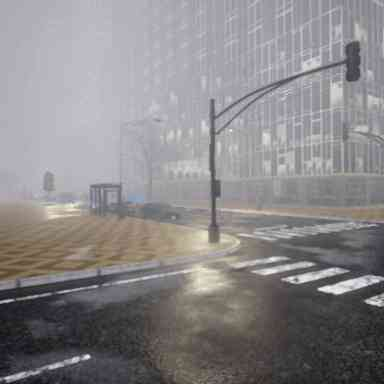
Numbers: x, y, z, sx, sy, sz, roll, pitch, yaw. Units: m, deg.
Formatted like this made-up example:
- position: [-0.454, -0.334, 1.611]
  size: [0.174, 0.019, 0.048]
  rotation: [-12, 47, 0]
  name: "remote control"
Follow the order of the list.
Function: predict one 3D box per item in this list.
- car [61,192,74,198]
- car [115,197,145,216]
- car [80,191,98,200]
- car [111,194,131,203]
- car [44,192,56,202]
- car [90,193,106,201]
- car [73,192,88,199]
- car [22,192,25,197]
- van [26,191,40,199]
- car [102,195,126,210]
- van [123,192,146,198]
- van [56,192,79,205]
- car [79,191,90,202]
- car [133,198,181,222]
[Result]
- position: [-30.764, 0.720, 82.102]
  size: [2.008, 1.369, 4.403]
  rotation: [0, 1, -34]
  name: "car"
- position: [-5.722, 1.411, 30.383]
  size: [1.802, 1.307, 4.206]
  rotation: [0, 1, -34]
  name: "car"
- position: [-21.147, 0.647, 68.020]
  size: [2.192, 1.841, 5.009]
  rotation: [0, 1, -34]
  name: "car"
- position: [-11.530, 1.076, 53.942]
  size: [1.802, 1.307, 4.206]
  rotation: [0, 1, -34]
  name: "car"
- position: [-24.862, 1.062, 58.604]
  size: [2.008, 1.369, 4.403]
  rotation: [0, 1, -34]
  name: "car"
- position: [-17.942, 0.968, 63.330]
  size: [1.802, 1.307, 4.206]
  rotation: [0, 1, -34]
  name: "car"
- position: [-24.353, 0.718, 72.714]
  size: [1.967, 1.590, 4.097]
  rotation: [0, 1, -34]
  name: "car"
- position: [-37.684, 0.735, 77.376]
  size: [1.967, 1.590, 4.097]
  rotation: [0, 1, -34]
  name: "car"
- position: [-34.479, 0.690, 72.682]
  size: [1.690, 1.788, 3.998]
  rotation: [0, 1, -34]
  name: "van"
- position: [-8.879, 1.342, 35.109]
  size: [1.947, 1.339, 4.313]
  rotation: [0, 1, -34]
  name: "car"
- position: [-8.325, 0.888, 49.246]
  size: [1.690, 1.788, 3.998]
  rotation: [0, 1, -34]
  name: "van"
- position: [-18.451, 0.960, 49.215]
  size: [1.690, 1.788, 3.998]
  rotation: [0, 1, -34]
  name: "van"
- position: [-18.631, 0.955, 59.730]
  size: [1.837, 1.490, 4.892]
  rotation: [-1, 1, -34]
  name: "car"
- position: [-2.531, 1.447, 25.678]
  size: [1.947, 1.339, 4.313]
  rotation: [0, 1, -34]
  name: "car"
